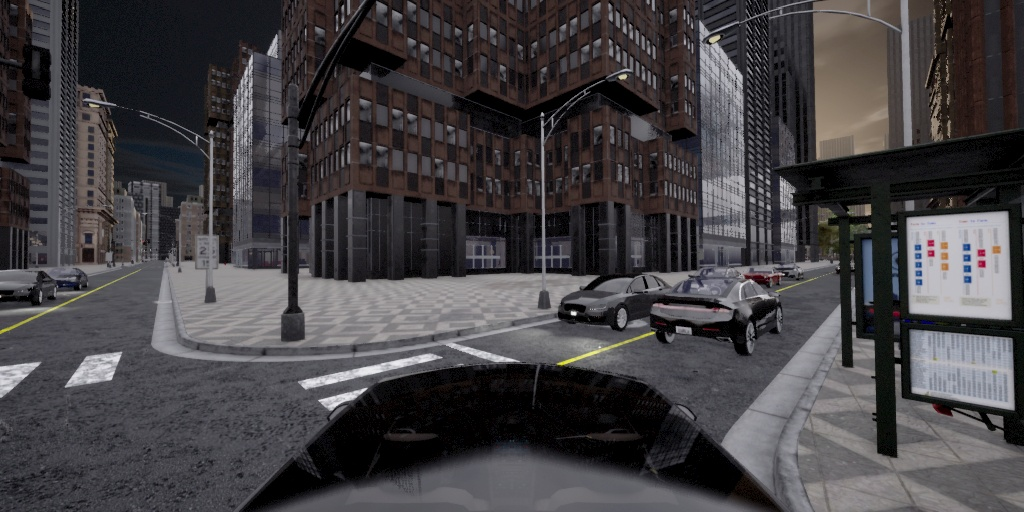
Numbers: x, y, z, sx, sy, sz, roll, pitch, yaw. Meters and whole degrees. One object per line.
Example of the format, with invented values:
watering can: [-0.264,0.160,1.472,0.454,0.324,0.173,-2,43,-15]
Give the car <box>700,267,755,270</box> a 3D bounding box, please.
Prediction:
car: [10.222,1.305,18.010,4.902,1.511,2.128,0,-1,-44]

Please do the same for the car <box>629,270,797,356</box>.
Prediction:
car: [5.121,1.251,8.753,4.902,1.511,2.128,0,-1,-44]

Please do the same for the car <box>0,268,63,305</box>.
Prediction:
car: [-22.362,1.399,16.171,1.837,1.490,4.892,0,-1,-44]

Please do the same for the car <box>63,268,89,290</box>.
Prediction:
car: [-29.624,1.495,23.690,2.033,1.411,5.357,0,-1,-44]

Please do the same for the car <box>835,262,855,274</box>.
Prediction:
car: [37.459,1.350,39.944,4.718,1.301,1.895,0,-1,-44]

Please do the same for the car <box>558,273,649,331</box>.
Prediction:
car: [3.477,1.320,11.436,4.892,1.490,1.837,0,-1,-42]

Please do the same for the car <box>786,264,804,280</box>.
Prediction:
car: [24.170,1.373,31.462,4.181,1.385,1.994,0,-1,-44]

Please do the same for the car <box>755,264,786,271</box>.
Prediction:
car: [16.932,1.413,24.498,4.718,1.301,1.895,0,-1,-44]
